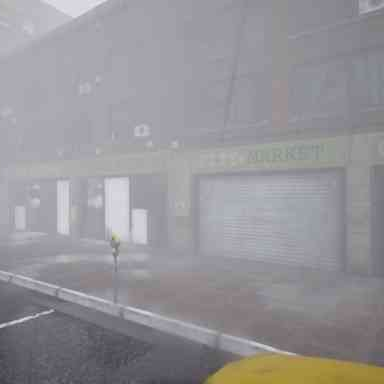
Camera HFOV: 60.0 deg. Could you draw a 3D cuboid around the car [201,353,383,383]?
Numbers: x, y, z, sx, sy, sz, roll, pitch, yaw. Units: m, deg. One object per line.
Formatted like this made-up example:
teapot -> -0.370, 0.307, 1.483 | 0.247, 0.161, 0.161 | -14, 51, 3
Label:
car -> 1.980, 1.525, 1.470 | 4.829, 1.417, 1.752 | 0, 0, 36
